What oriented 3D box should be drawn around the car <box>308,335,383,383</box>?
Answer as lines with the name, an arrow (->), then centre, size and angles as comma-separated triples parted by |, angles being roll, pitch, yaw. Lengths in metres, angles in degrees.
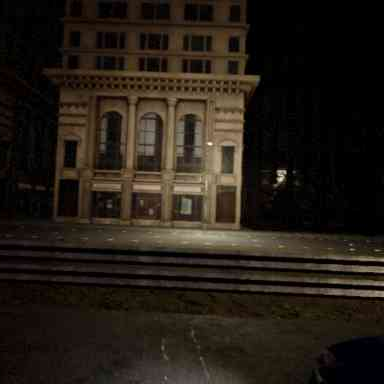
car -> 3.492, 1.823, 2.947 | 4.674, 1.442, 1.812 | 2, -3, 2
